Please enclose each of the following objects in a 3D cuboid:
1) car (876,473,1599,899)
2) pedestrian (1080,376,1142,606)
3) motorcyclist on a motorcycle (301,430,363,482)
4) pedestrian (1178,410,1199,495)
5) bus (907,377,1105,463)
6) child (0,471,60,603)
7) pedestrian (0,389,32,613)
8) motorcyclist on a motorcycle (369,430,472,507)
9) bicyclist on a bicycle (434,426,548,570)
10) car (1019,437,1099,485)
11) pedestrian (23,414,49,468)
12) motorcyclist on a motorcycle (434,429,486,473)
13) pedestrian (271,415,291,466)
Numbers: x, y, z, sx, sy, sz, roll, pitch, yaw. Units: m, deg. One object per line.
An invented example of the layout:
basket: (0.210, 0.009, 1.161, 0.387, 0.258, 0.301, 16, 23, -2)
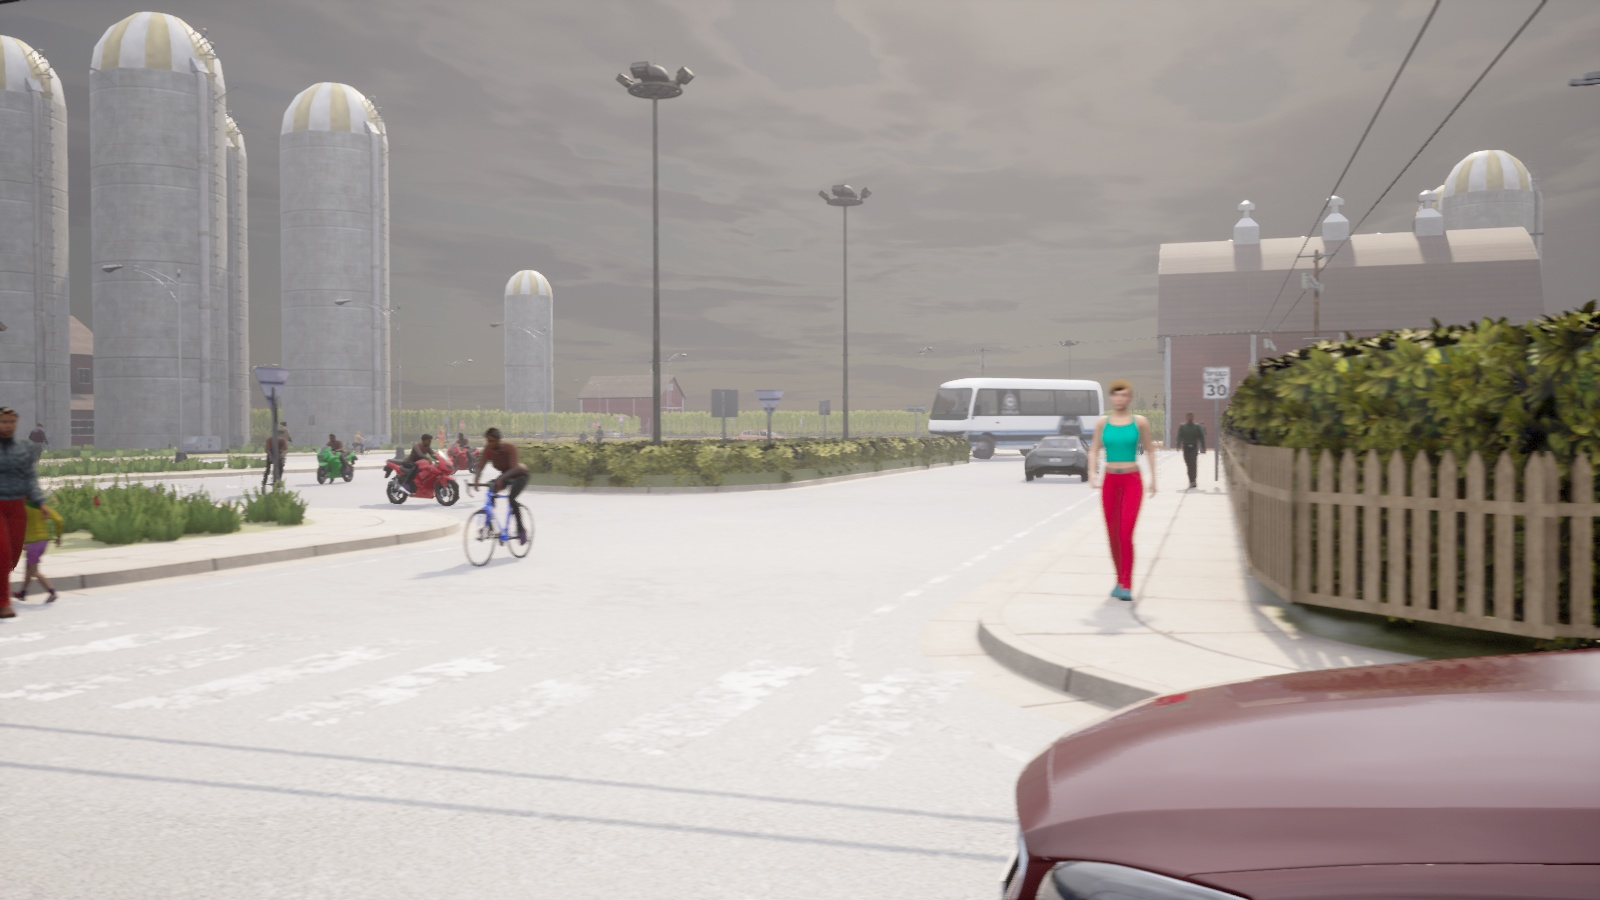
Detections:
car: (2.637, 0.825, 2.306, 4.674, 1.442, 1.812, 1, 1, 19)
pedestrian: (2.574, 0.325, 10.380, 0.345, 1.836, 0.594, 1, 1, 29)
motorcyclist on a motorcycle: (-13.998, 0.153, 37.614, 0.797, 1.523, 2.044, 0, 1, 11)
pedestrian: (8.968, 0.051, 28.978, 0.423, 1.949, 0.788, 1, 1, 19)
bus: (10.998, -1.577, 66.671, 10.273, 4.253, 3.944, -1, 2, -32)
child: (-7.059, 0.782, 11.444, 0.473, 1.160, 0.299, 1, 1, 20)
pedestrian: (-6.797, 0.416, 10.597, 0.614, 1.847, 0.353, 1, 1, 39)
motorcyclist on a motorcycle: (-7.917, 0.358, 26.179, 2.044, 1.523, 0.797, 1, 1, 27)
bicyclist on a bicycle: (-3.664, 0.525, 15.020, 0.582, 1.620, 1.656, 0, 1, 16)
car: (8.132, 0.294, 39.166, 1.994, 1.385, 4.181, 1, 1, 18)
pedestrian: (-26.707, -0.323, 43.924, 0.376, 1.854, 0.720, 0, 1, 11)
motorcyclist on a motorcycle: (-12.010, 0.055, 44.420, 0.797, 1.523, 2.044, 1, 0, 18)
pedestrian: (-20.060, -0.372, 48.578, 0.396, 1.930, 0.692, 0, 1, 10)
